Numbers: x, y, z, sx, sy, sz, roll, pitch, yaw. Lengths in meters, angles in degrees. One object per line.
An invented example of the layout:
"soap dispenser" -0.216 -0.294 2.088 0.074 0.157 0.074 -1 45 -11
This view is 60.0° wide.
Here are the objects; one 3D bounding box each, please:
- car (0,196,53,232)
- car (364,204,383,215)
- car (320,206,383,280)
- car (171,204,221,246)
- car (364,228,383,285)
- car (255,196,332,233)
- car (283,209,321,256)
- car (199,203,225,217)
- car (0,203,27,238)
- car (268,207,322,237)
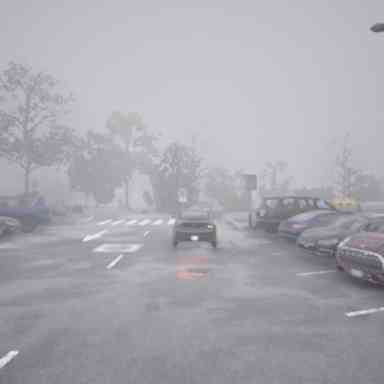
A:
"car" -10.963 1.254 19.000 5.566 2.045 2.435 -1 0 -20
"car" 28.115 2.563 48.686 2.231 1.521 4.892 2 -1 -21
"car" 6.037 1.370 8.700 4.553 1.767 2.185 1 0 -20
"car" 0.107 1.521 15.310 1.837 1.490 4.892 0 0 0
"car" 5.833 1.487 5.663 5.366 1.575 1.946 1 0 -20
"car" 6.035 1.253 17.585 5.566 2.045 2.435 1 0 -20
"car" 6.011 1.500 11.651 4.892 1.521 2.231 1 0 -20
"car" 1.573 1.723 31.614 1.895 1.301 4.718 0 -1 24
"car" -10.946 1.503 15.996 4.892 1.521 2.231 -1 0 -20
"car" 6.007 1.541 14.608 4.674 1.452 2.002 1 0 -20
